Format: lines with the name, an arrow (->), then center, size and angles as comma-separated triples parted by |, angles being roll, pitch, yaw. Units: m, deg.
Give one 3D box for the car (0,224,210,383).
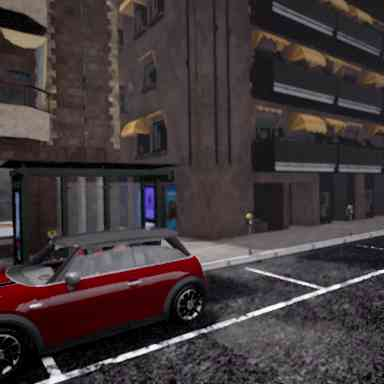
car -> -1.772, 1.405, 5.290 | 4.097, 1.590, 1.967 | -2, 1, -35
